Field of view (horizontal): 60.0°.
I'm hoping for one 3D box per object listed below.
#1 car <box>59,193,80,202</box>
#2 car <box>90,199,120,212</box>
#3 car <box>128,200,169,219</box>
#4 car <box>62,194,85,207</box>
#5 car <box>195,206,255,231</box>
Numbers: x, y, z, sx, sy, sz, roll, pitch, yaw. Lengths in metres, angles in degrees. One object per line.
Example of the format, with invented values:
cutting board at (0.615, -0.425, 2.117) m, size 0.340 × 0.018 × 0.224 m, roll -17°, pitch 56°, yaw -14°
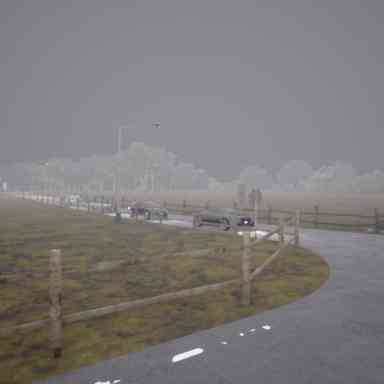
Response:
car at (-21.555, 0.981, 58.525) m, size 2.033 × 1.411 × 5.357 m, roll 1°, pitch 1°, yaw -37°
car at (-9.679, 1.504, 36.927) m, size 1.895 × 1.301 × 4.718 m, roll 1°, pitch 0°, yaw -35°
car at (-3.836, 1.499, 28.805) m, size 1.837 × 1.490 × 4.892 m, roll 1°, pitch -1°, yaw -36°
car at (-16.298, 1.226, 46.231) m, size 1.812 × 1.442 × 4.674 m, roll 1°, pitch 1°, yaw -35°
car at (1.943, 1.567, 20.748) m, size 1.994 × 1.385 × 4.181 m, roll 1°, pitch -1°, yaw -35°
